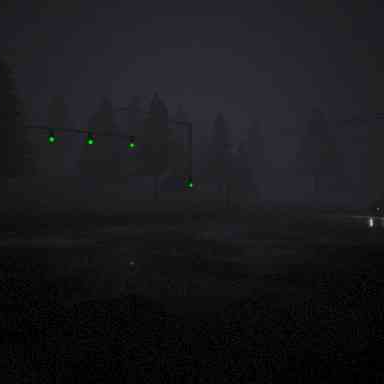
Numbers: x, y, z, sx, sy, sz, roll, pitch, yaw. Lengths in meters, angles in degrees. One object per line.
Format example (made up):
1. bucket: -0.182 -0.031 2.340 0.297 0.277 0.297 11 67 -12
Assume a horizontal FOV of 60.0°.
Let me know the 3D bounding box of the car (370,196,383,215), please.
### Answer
1. car: 19.901 1.221 32.584 5.566 2.045 2.150 0 0 -29
